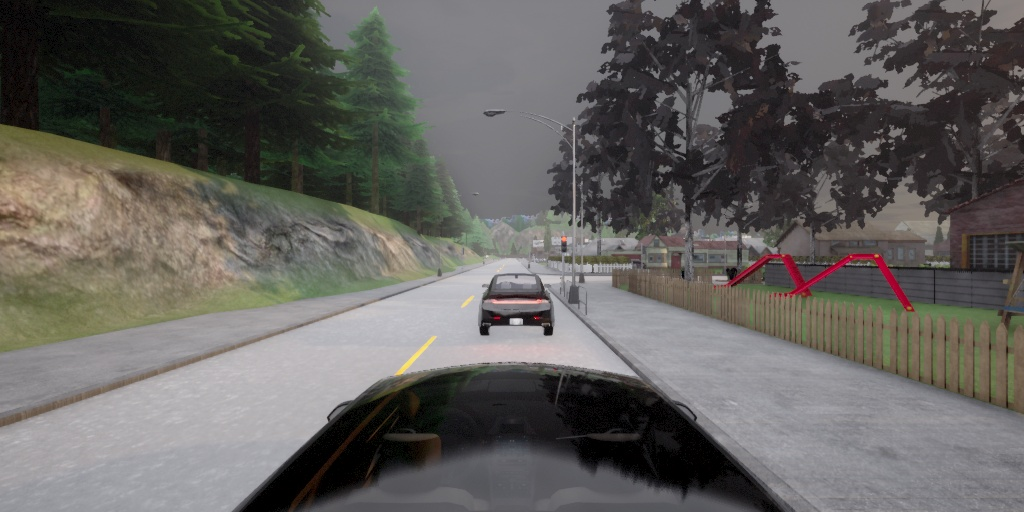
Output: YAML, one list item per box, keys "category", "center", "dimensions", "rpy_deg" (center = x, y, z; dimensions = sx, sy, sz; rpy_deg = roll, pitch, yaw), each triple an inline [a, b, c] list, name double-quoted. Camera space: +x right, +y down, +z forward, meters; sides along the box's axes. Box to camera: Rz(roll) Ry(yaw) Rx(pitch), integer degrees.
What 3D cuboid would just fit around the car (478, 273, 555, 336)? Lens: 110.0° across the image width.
- category: "car"
  center: [0.128, 1.242, 10.383]
  dimensions: [2.128, 1.511, 4.902]
  rpy_deg: [0, 0, 1]
